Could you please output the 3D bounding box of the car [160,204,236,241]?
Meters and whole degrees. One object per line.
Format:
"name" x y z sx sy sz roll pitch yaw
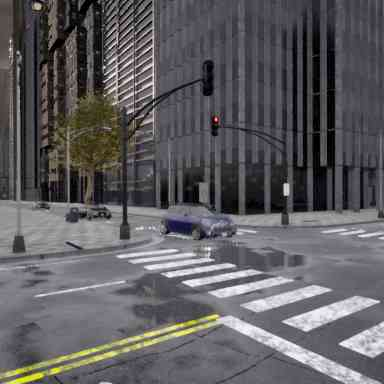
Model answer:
"car" 0.216 1.441 17.445 2.097 1.767 4.553 0 0 -36

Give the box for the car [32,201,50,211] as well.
"car" -22.513 2.032 49.517 1.994 1.385 4.181 0 -1 -35

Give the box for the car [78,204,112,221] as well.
"car" -8.828 1.793 30.137 1.994 1.385 4.181 0 0 -35
